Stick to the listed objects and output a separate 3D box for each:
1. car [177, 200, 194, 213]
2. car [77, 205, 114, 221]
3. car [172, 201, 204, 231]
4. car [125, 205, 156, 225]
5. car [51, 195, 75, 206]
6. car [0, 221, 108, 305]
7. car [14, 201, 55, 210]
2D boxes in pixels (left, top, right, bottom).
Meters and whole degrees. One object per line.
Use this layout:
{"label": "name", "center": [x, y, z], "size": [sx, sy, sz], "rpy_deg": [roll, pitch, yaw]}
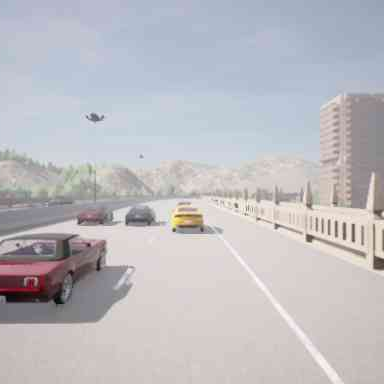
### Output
{"label": "car", "center": [-0.856, 1.772, 41.231], "size": [1.994, 1.385, 4.181], "rpy_deg": [0, 0, -2]}
{"label": "car", "center": [-7.408, 1.695, 25.813], "size": [1.994, 1.385, 4.181], "rpy_deg": [0, 0, -2]}
{"label": "car", "center": [-0.282, 1.587, 21.492], "size": [1.882, 1.535, 5.008], "rpy_deg": [0, 0, -2]}
{"label": "car", "center": [-3.900, 1.694, 25.561], "size": [1.994, 1.385, 4.181], "rpy_deg": [0, 0, -2]}
{"label": "car", "center": [-18.668, 1.469, 47.931], "size": [2.150, 2.045, 5.566], "rpy_deg": [0, -1, -2]}
{"label": "car", "center": [-3.470, 1.643, 8.137], "size": [1.895, 1.301, 4.718], "rpy_deg": [0, 0, -1]}
{"label": "car", "center": [-14.719, 1.757, 30.628], "size": [1.895, 1.301, 4.718], "rpy_deg": [0, 0, -1]}
